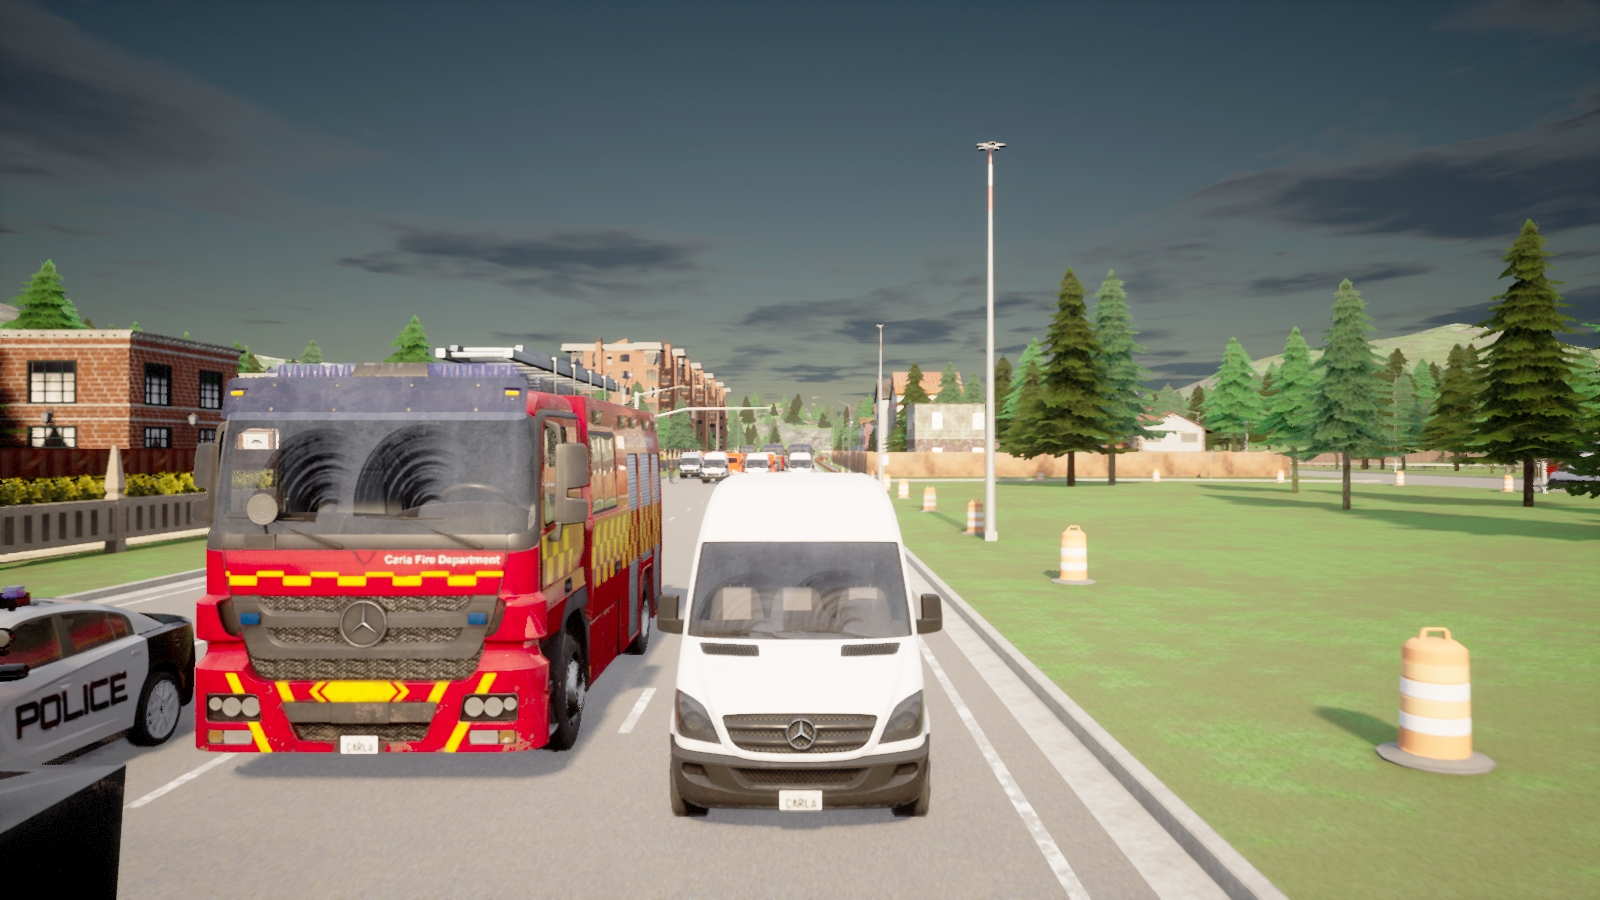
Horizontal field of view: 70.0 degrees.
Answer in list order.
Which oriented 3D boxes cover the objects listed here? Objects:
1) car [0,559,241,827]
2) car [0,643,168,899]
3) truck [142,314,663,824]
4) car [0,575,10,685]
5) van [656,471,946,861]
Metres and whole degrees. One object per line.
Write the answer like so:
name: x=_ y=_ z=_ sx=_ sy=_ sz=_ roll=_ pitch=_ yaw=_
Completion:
car: x=-6.997 y=1.982 z=9.541 sx=2.097 sy=1.638 sz=5.238 roll=0 pitch=0 yaw=0
car: x=-3.499 y=1.754 z=1.029 sx=2.390 sy=2.098 sz=6.274 roll=0 pitch=0 yaw=0
truck: x=-3.493 y=0.890 z=12.805 sx=2.891 sy=3.827 sz=8.468 roll=0 pitch=0 yaw=0
car: x=-10.496 y=2.155 z=11.441 sx=1.895 sy=1.301 sz=4.718 roll=0 pitch=0 yaw=0
van: x=0.007 y=1.534 z=10.780 sx=1.988 sy=2.561 sz=5.915 roll=0 pitch=0 yaw=0
